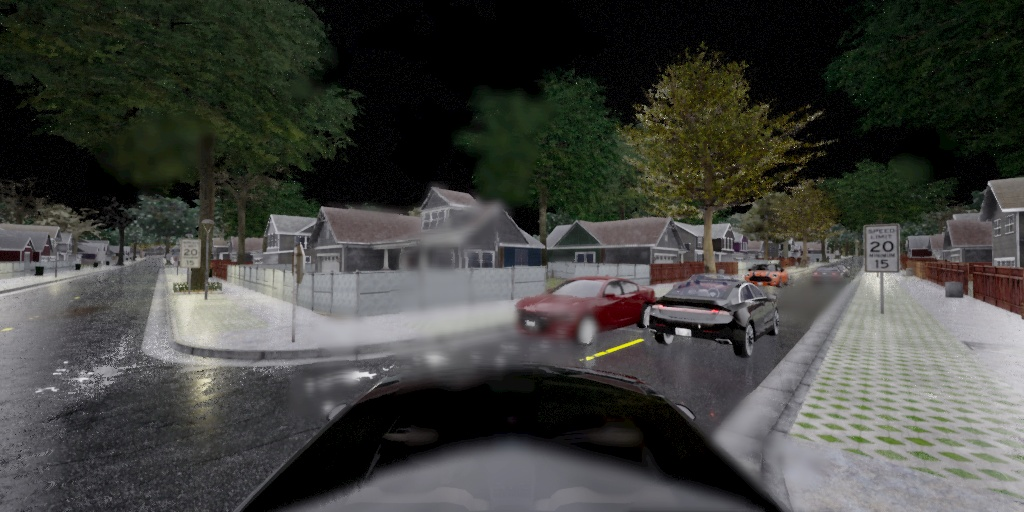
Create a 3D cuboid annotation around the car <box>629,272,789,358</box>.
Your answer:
[{"bbox_3d":[5.088,1.301,8.768,4.902,1.511,2.128,1,-1,-45],"label":"car"}]

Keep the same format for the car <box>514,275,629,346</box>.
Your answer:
[{"bbox_3d":[2.207,1.304,9.919,1.882,1.535,5.008,-1,-1,45],"label":"car"}]

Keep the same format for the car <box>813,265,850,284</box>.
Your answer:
[{"bbox_3d":[27.087,1.567,30.593,5.357,1.411,2.033,0,-1,-44],"label":"car"}]

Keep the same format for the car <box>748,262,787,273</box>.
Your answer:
[{"bbox_3d":[18.697,1.349,26.321,4.553,1.767,2.097,1,-1,-45],"label":"car"}]

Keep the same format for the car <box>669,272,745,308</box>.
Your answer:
[{"bbox_3d":[9.374,1.502,17.056,4.718,1.301,1.895,1,-1,-45],"label":"car"}]
